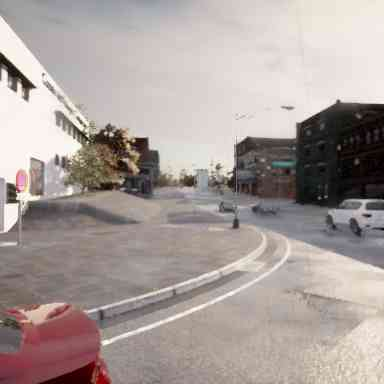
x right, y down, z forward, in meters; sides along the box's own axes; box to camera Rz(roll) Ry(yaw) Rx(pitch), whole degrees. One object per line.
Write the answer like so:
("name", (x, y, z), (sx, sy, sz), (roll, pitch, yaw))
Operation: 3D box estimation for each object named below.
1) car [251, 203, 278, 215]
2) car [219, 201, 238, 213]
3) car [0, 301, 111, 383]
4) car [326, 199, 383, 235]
("car", (8.627, 1.985, 39.912), (2.033, 1.411, 5.357), (0, 0, -6))
("car", (4.636, 1.903, 42.729), (1.837, 1.490, 4.892), (0, 0, -6))
("car", (-2.971, 1.537, 1.796), (5.008, 1.535, 1.882), (0, 0, -36))
("car", (10.241, 1.455, 20.383), (2.150, 2.045, 5.566), (1, 0, 0))
